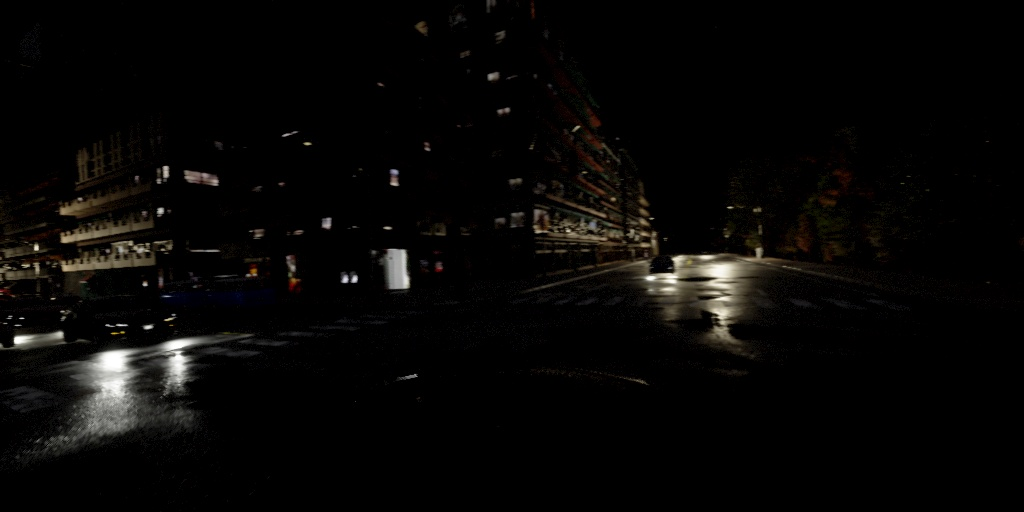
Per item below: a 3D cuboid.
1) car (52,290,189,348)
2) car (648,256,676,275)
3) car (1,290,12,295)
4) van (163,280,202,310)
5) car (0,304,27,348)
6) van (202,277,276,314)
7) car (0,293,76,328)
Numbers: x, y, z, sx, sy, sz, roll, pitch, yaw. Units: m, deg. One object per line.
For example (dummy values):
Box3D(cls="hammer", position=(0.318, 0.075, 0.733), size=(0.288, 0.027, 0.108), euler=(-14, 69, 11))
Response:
Box3D(cls="car", position=(-13.728, 2.151, 12.507), size=(4.892, 1.490, 1.837), euler=(-4, 0, 27))
Box3D(cls="car", position=(12.624, 0.782, 30.067), size=(1.882, 1.535, 5.008), euler=(-3, 1, 27))
Box3D(cls="car", position=(-49.865, 4.477, 36.711), size=(4.829, 1.417, 1.751), euler=(0, 0, 26))
Box3D(cls="van", position=(-19.594, 2.396, 21.834), size=(3.998, 1.789, 1.690), euler=(0, 0, 26))
Box3D(cls="car", position=(-18.271, 2.498, 11.885), size=(4.207, 1.307, 1.802), euler=(0, 0, 26))
Box3D(cls="van", position=(-14.574, 2.080, 19.367), size=(3.998, 1.789, 1.690), euler=(0, 0, 26))
Box3D(cls="car", position=(-23.193, 2.719, 17.139), size=(5.008, 1.535, 1.882), euler=(-4, 0, 26))
